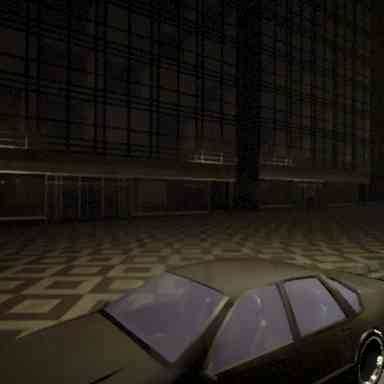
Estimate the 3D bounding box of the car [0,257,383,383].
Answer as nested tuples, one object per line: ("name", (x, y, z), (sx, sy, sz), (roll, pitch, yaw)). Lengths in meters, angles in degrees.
("car", (0.411, 1.538, 3.676), (5.357, 1.411, 2.033), (0, 0, -35))
